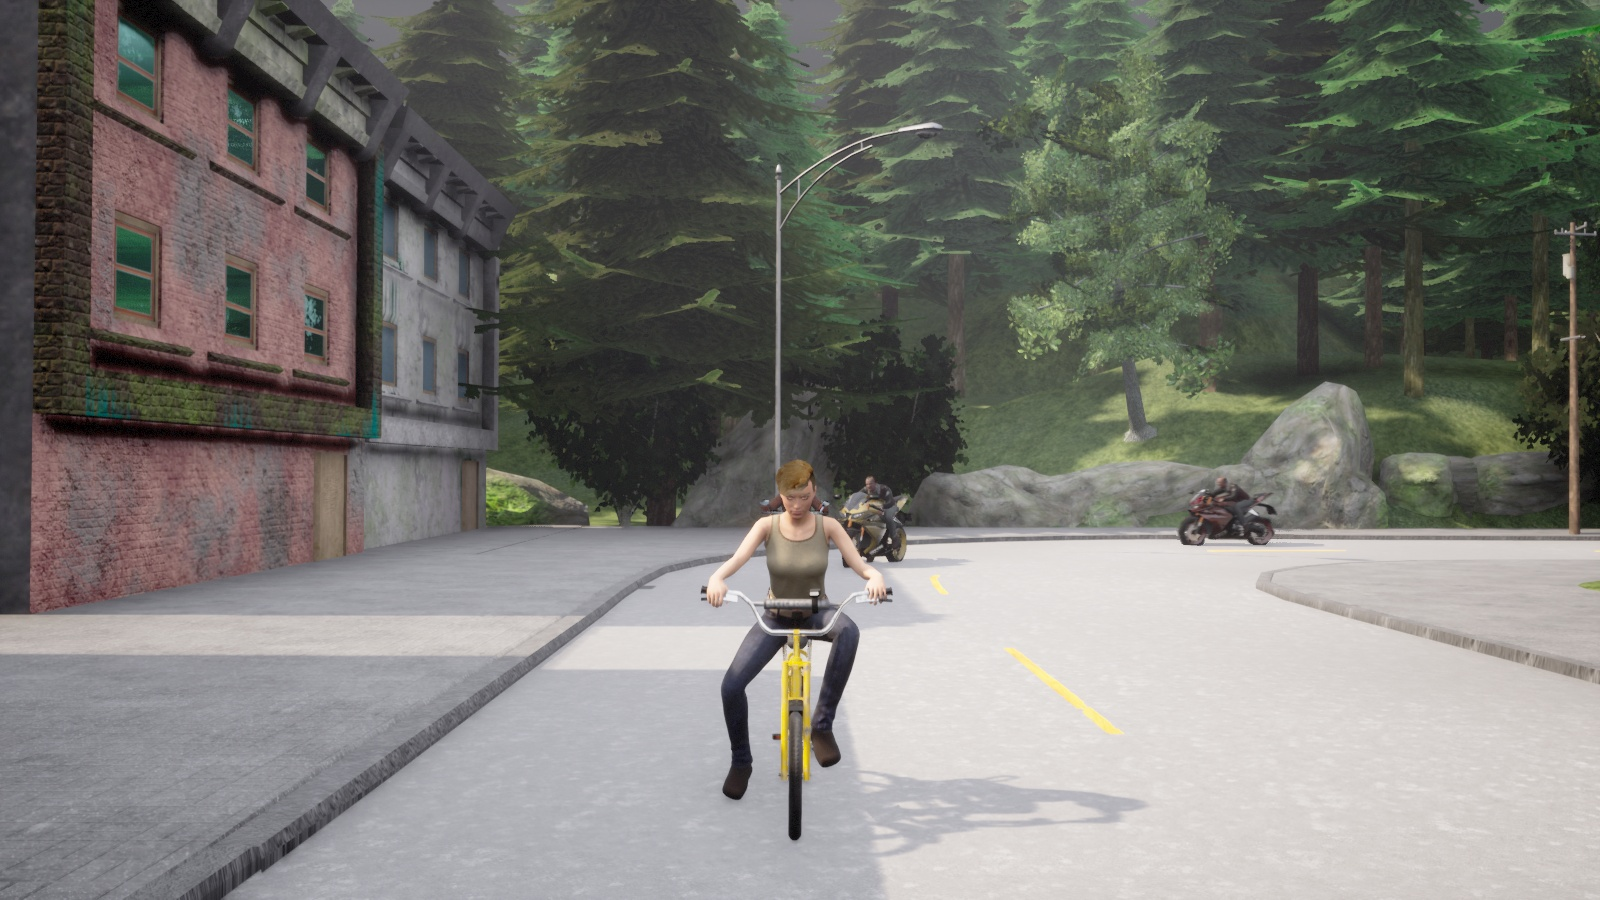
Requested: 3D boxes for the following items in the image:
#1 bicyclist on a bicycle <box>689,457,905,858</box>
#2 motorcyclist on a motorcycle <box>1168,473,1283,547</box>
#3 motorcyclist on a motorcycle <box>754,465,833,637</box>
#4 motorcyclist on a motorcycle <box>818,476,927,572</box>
[{"bbox_3d":[-0.008,0.850,5.822,0.866,1.612,1.509,0,-1,0],"label":"bicyclist on a bicycle"},{"bbox_3d":[9.113,1.269,26.926,2.191,1.530,0.866,0,0,-12],"label":"motorcyclist on a motorcycle"},{"bbox_3d":[-0.038,0.990,13.319,0.766,1.649,2.350,0,-1,1],"label":"motorcyclist on a motorcycle"},{"bbox_3d":[1.254,1.203,21.129,0.866,1.530,2.191,-1,-1,32],"label":"motorcyclist on a motorcycle"}]
